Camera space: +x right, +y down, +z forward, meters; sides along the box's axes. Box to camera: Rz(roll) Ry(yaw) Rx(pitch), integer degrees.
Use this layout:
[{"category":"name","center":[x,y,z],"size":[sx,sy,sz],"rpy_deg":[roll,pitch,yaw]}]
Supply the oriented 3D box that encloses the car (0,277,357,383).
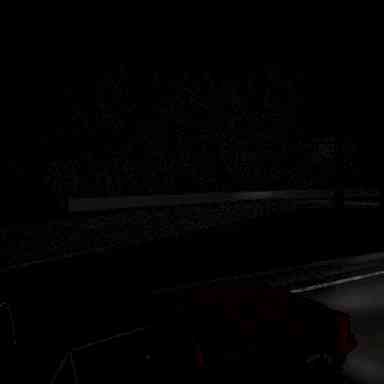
[{"category":"car","center":[-0.572,1.560,3.149],"size":[4.718,1.301,1.895],"rpy_deg":[-2,1,-32]}]
